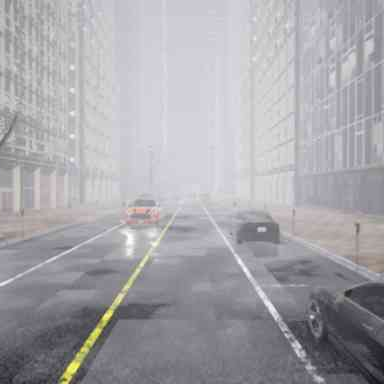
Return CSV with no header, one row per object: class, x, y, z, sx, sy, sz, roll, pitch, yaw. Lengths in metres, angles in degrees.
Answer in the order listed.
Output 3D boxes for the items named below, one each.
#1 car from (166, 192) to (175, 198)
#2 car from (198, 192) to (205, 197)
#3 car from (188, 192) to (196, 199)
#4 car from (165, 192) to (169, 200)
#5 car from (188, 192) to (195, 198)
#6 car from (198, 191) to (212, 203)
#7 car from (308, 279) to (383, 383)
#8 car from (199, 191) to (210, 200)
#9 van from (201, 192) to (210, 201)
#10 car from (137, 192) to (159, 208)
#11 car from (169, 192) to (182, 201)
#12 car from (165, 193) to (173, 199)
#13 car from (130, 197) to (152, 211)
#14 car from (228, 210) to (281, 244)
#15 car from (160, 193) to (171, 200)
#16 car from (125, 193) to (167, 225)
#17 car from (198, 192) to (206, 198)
car,-5.714,0.727,88.957,1.967,1.590,4.097,0,1,0
car,2.666,0.815,94.656,1.802,1.307,4.206,0,1,0
car,-0.017,0.894,73.014,1.895,1.301,4.718,0,1,0
car,-5.708,0.978,60.465,1.967,1.590,4.097,0,0,0
car,-0.021,0.692,89.410,1.837,1.490,4.892,0,1,0
car,2.337,1.040,55.187,1.801,1.575,5.366,0,0,0
car,2.686,1.541,3.483,1.947,1.339,4.313,0,0,0
car,2.670,0.756,71.859,2.192,1.841,5.009,0,0,0
van,2.671,0.831,66.161,1.690,1.788,3.998,0,0,0
car,-5.705,0.994,43.369,2.192,1.841,5.009,0,0,0
car,-3.038,0.981,64.359,1.882,1.535,5.008,0,1,1
car,-5.712,0.866,83.088,1.752,1.417,4.829,0,1,0
car,-5.702,1.268,37.673,1.887,1.381,4.507,0,0,0
car,2.683,1.460,14.879,1.947,1.339,4.313,0,0,0
car,-5.710,0.991,71.862,2.008,1.369,4.403,0,0,0
car,-3.104,1.191,22.411,2.097,1.767,4.553,0,0,0
car,2.667,0.838,88.959,2.008,1.369,4.403,0,1,0
